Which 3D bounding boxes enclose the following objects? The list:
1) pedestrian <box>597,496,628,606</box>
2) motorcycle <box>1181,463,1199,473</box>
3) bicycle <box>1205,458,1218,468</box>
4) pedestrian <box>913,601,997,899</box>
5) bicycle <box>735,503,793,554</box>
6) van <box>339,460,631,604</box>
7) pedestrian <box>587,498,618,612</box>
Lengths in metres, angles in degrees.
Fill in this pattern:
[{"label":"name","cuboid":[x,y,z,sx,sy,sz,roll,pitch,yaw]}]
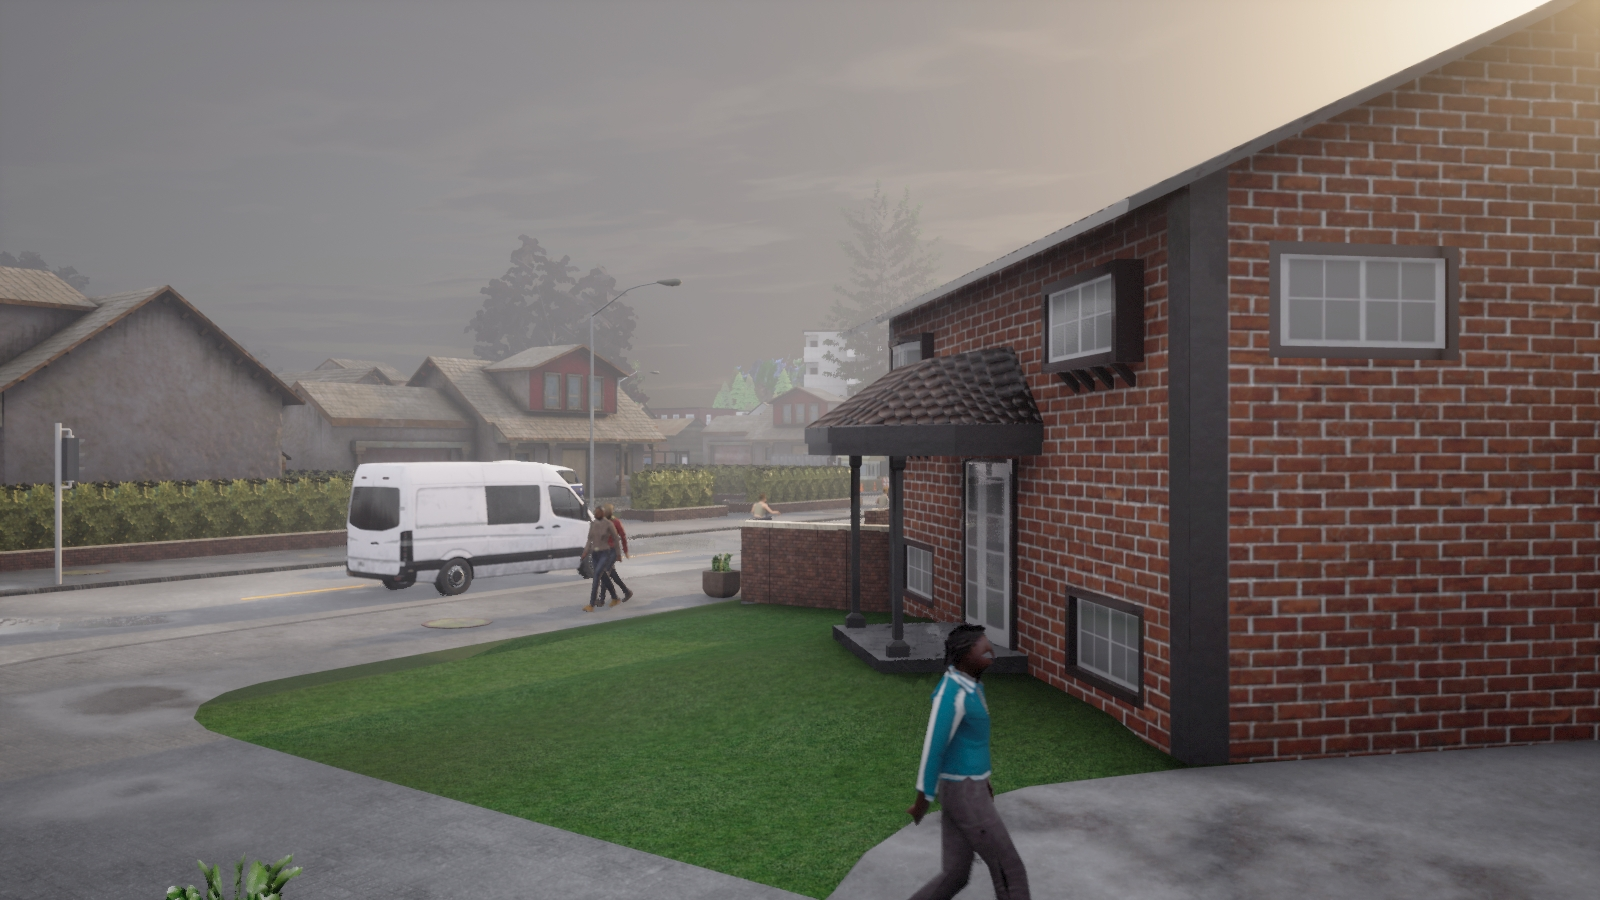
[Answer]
[{"label":"pedestrian","cuboid":[-3.232,1.735,19.740,0.375,1.860,0.375,0,0,30]},{"label":"motorcycle","cuboid":[47.455,2.161,139.026,2.033,1.199,0.803,0,0,35]},{"label":"bicycle","cuboid":[64.379,2.029,178.641,1.835,1.471,0.329,0,0,35]},{"label":"pedestrian","cuboid":[0.808,1.744,5.917,0.375,1.860,0.375,0,0,17]},{"label":"bicycle","cuboid":[-0.984,2.146,31.370,0.859,1.276,1.487,0,0,35]},{"label":"van","cuboid":[-6.337,1.523,23.826,1.988,2.561,5.915,0,0,36]},{"label":"pedestrian","cuboid":[-3.294,1.736,19.071,0.375,1.860,0.375,0,0,25]}]
